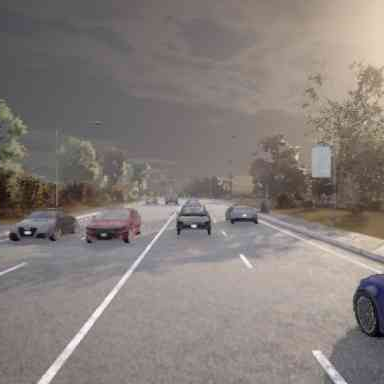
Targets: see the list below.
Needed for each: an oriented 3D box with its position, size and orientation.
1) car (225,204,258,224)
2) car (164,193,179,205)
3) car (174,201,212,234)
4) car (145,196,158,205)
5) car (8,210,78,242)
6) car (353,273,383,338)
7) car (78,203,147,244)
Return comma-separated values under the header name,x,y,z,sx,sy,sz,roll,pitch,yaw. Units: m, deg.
name,x,y,z,sx,sy,sz,roll,pitch,yaw
car,3.598,1.565,24.743,1.994,1.385,4.181,0,0,0
car,-3.548,1.224,58.412,2.150,2.045,5.566,0,0,0
car,0.098,1.492,19.107,2.128,1.511,4.902,0,0,0
car,-7.055,1.494,58.501,2.128,1.511,4.902,0,0,0
car,-7.101,1.564,16.338,1.994,1.385,4.181,0,0,0
car,3.601,1.526,3.640,1.812,1.442,4.674,0,0,0
car,-3.601,1.478,16.072,1.882,1.535,5.008,0,0,0
